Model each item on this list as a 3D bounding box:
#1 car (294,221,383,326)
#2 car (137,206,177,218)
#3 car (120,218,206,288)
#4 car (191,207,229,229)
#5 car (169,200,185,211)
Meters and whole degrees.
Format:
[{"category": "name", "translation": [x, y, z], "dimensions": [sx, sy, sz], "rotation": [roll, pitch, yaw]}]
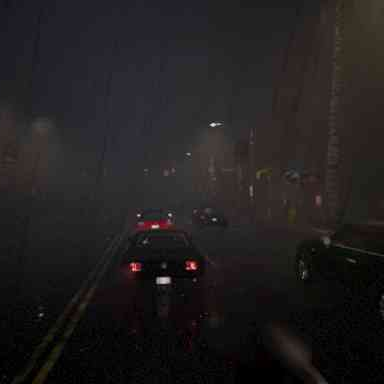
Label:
[{"category": "car", "translation": [3.988, 1.390, 7.102], "dimensions": [2.097, 1.767, 4.553], "rotation": [0, 0, -8]}, {"category": "car", "translation": [-2.029, 1.669, 18.124], "dimensions": [1.994, 1.385, 4.181], "rotation": [0, 0, -8]}, {"category": "car", "translation": [-0.885, 1.656, 9.456], "dimensions": [1.895, 1.301, 4.718], "rotation": [0, 0, -7]}, {"category": "car", "translation": [1.122, 1.692, 22.567], "dimensions": [1.994, 1.385, 4.181], "rotation": [0, 0, -8]}, {"category": "car", "translation": [-2.053, 1.746, 44.410], "dimensions": [2.128, 1.511, 4.902], "rotation": [0, 0, -8]}]
